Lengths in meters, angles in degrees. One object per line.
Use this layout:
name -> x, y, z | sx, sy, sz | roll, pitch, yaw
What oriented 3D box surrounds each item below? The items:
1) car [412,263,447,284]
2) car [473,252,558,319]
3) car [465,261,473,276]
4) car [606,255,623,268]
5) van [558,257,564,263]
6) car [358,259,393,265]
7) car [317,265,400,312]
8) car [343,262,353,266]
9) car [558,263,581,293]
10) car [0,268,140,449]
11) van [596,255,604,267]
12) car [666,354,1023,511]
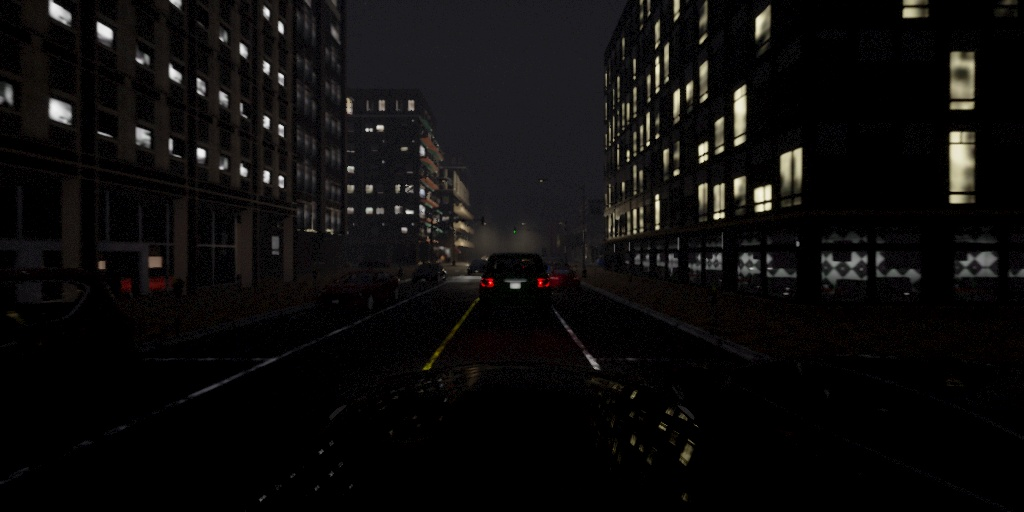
car -> -5.692, 1.149, 25.190 | 1.948, 1.339, 4.313 | 0, 0, 0
car -> 0.100, 0.894, 12.530 | 2.150, 2.045, 5.566 | 0, 0, 0
car -> -3.052, 1.052, 33.589 | 1.812, 1.442, 4.674 | 0, 0, 1
car -> 14.915, 0.793, 46.051 | 5.009, 1.841, 2.192 | 0, 0, 0
van -> 2.655, 0.925, 25.165 | 1.690, 1.789, 3.998 | 0, 0, 0
car -> -17.472, 0.969, 45.969 | 4.207, 1.307, 1.802 | 0, 0, 0
car -> -5.691, 1.208, 13.813 | 1.888, 1.381, 4.507 | 0, 0, 0
car -> -22.964, 0.901, 45.955 | 4.829, 1.417, 1.751 | 0, 0, 0
car -> 2.656, 1.206, 19.476 | 1.802, 1.307, 4.207 | 0, 0, 0
car -> -5.690, 1.059, 2.435 | 2.192, 1.841, 5.009 | 0, 0, 0
van -> 14.892, 0.801, 54.431 | 3.998, 1.789, 1.690 | 0, 0, 0
car -> 2.658, 1.311, 2.410 | 1.948, 1.339, 4.313 | 0, 0, 0
